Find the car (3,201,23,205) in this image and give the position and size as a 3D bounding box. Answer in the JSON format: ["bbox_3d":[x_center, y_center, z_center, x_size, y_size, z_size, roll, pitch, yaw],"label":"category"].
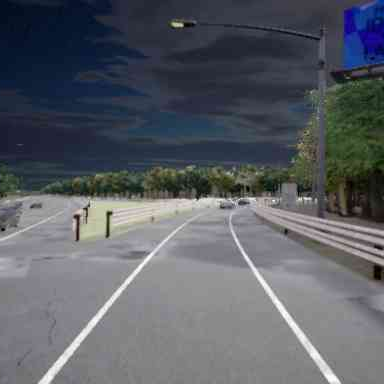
[{"bbox_3d":[-21.236,2.018,38.959,2.033,1.411,5.357,1,-1,-17],"label":"car"}]

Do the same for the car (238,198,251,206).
[{"bbox_3d":[11.024,2.122,69.192,1.837,1.490,4.892,1,0,24],"label":"car"}]

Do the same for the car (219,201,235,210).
[{"bbox_3d":[5.555,2.063,52.880,1.994,1.385,4.181,1,0,15],"label":"car"}]

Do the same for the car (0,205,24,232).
[{"bbox_3d":[-12.867,1.798,22.037,2.033,1.411,5.357,1,-1,-16],"label":"car"}]

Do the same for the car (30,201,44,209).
[{"bbox_3d":[-28.180,2.347,60.524,1.812,1.442,4.674,1,-1,-18],"label":"car"}]

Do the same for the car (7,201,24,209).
[{"bbox_3d":[-31.368,2.338,59.316,1.994,1.385,4.181,1,-1,-18],"label":"car"}]
